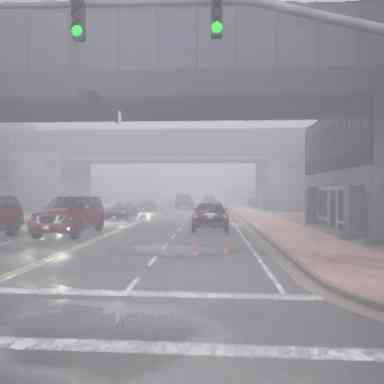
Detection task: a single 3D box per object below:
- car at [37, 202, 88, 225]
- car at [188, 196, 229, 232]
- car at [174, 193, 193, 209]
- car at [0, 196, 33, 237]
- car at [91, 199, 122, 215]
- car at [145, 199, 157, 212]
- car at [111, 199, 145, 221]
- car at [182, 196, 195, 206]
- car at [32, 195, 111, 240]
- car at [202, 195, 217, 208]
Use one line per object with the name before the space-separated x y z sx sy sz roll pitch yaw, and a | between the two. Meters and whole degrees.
car | -9.372 1.529 24.474 1.994 1.385 4.181 0 0 3
car | 1.091 1.338 20.000 2.097 1.767 4.553 0 0 3
car | -1.110 1.184 45.207 2.150 2.045 5.566 0 0 3
car | -9.902 1.193 15.107 2.150 2.045 5.566 0 0 3
car | -8.797 1.484 34.577 1.812 1.442 4.674 0 0 3
car | -5.124 1.525 37.512 1.994 1.385 4.181 0 0 3
car | -5.682 1.516 27.607 2.033 1.411 5.357 0 0 3
car | -0.571 1.481 54.849 1.812 1.442 4.674 0 0 3
car | -6.262 1.197 17.371 2.150 2.045 5.566 0 0 3
car | 2.549 1.318 47.676 2.097 1.767 4.553 0 0 4
